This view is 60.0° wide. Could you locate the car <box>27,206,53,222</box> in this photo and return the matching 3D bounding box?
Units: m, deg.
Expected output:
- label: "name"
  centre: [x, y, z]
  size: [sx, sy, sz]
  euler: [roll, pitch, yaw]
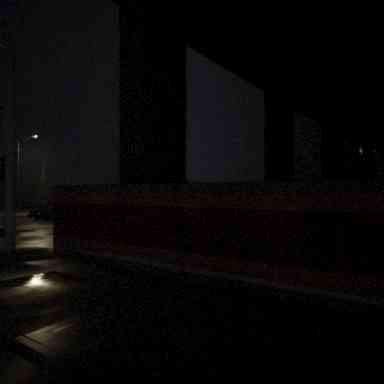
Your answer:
- label: "car"
  centre: [-10.671, 1.663, 26.836]
  size: [1.895, 1.301, 4.718]
  euler: [0, 0, 36]
